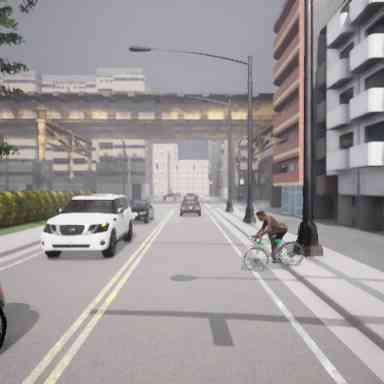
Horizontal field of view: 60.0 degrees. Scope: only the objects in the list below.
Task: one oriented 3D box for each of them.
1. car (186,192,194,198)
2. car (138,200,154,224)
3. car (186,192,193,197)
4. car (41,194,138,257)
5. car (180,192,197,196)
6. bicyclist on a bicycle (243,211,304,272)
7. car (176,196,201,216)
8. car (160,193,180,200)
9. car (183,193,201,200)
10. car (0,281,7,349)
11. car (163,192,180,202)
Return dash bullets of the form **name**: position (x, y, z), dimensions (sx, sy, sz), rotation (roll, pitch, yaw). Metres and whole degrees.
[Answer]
- **car**: position (-0.595, 0.738, 89.118), dimensions (2.038, 1.542, 4.974), rotation (0, 0, -1)
- **car**: position (-3.761, 1.305, 23.243), dimensions (2.128, 1.511, 4.902), rotation (0, 0, 0)
- **car**: position (-0.596, 0.580, 89.168), dimensions (1.853, 1.218, 4.536), rotation (0, 0, -1)
- **car**: position (-3.683, 1.119, 12.797), dimensions (2.150, 2.045, 5.566), rotation (0, 0, 0)
- **car**: position (-0.001, 0.951, 62.526), dimensions (2.038, 1.542, 4.974), rotation (0, 0, -21)
- **bicyclist on a bicycle**: position (2.123, 1.295, 8.951), dimensions (1.656, 1.620, 0.582), rotation (-9, 1, 0)
- **car**: position (-0.135, 1.312, 29.283), dimensions (2.033, 1.411, 5.357), rotation (0, 0, 0)
- **car**: position (-4.143, 0.792, 62.844), dimensions (1.853, 1.218, 4.536), rotation (0, 1, 24)
- **car**: position (-0.020, 0.793, 62.573), dimensions (1.853, 1.218, 4.536), rotation (0, 0, -21)
- **car**: position (-3.604, 1.329, 2.691), dimensions (2.097, 1.767, 4.553), rotation (0, 1, 0)
- **car**: position (-4.164, 0.950, 62.798), dimensions (2.038, 1.542, 4.974), rotation (0, 1, 24)
